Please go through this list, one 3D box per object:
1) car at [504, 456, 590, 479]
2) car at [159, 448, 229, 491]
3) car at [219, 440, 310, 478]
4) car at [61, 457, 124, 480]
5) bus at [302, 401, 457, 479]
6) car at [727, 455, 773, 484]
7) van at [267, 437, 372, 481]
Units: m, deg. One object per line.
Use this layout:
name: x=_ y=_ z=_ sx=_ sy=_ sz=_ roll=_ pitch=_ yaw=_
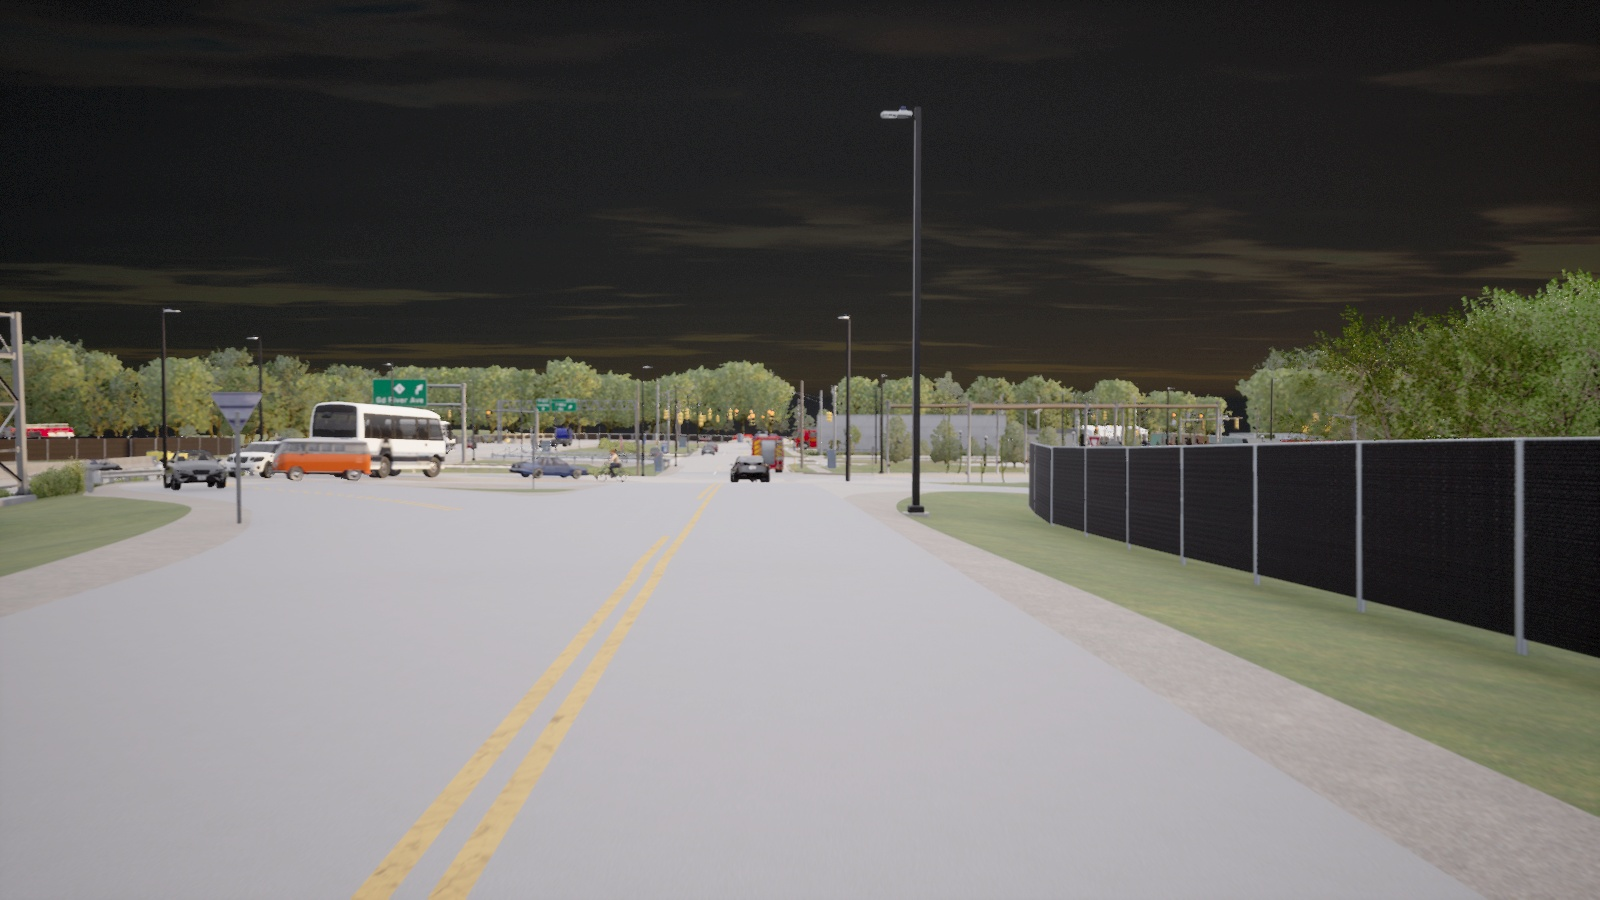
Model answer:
car: x=-16.972 y=1.199 z=84.574 sx=5.357 sy=1.411 sz=2.033 roll=2 pitch=1 yaw=-43
car: x=-22.600 y=0.696 z=46.747 sx=1.816 sy=1.474 sz=4.193 roll=-1 pitch=1 yaw=-33
car: x=-29.519 y=0.485 z=69.418 sx=2.150 sy=2.045 sz=5.566 roll=0 pitch=0 yaw=7
car: x=-47.086 y=1.240 z=83.661 sx=1.994 sy=1.385 sz=4.181 roll=0 pitch=1 yaw=-3
bus: x=-24.668 y=-0.504 z=74.530 sx=3.944 sy=4.253 sz=10.273 roll=1 pitch=0 yaw=12
car: x=-2.771 y=1.070 z=68.510 sx=2.163 sy=1.488 sz=4.792 roll=0 pitch=-2 yaw=-6
van: x=-22.712 y=0.461 z=59.387 sx=4.442 sy=1.987 sz=1.775 roll=1 pitch=-2 yaw=-26
